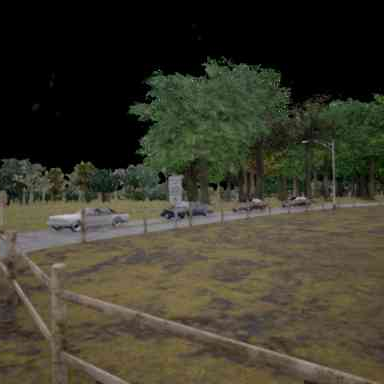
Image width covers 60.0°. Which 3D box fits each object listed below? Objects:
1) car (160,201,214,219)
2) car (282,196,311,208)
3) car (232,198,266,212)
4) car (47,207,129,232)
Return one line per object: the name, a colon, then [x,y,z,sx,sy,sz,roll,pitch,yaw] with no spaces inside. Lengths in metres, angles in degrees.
car: [-0.283,1.462,27.852,2.033,1.411,5.357,-2,-1,38]
car: [13.420,1.296,42.475,4.674,1.442,1.812,-1,-1,-41]
car: [6.169,1.374,35.420,1.812,1.442,4.674,-2,-1,43]
car: [-6.137,1.565,20.002,1.895,1.301,4.718,-2,-1,36]
